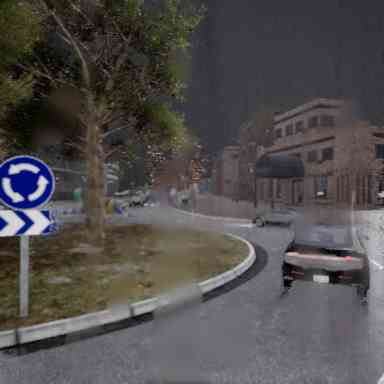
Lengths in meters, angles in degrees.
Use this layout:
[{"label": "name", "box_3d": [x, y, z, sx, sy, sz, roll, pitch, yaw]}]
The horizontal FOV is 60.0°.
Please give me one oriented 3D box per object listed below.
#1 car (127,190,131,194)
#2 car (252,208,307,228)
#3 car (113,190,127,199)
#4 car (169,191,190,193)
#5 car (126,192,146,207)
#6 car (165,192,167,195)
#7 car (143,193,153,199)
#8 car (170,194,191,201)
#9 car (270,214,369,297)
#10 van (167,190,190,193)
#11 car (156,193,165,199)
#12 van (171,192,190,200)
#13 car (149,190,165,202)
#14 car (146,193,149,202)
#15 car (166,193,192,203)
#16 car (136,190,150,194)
[{"label": "car", "box_3d": [-19.336, 0.824, 93.248, 2.163, 1.488, 4.792, 0, 1, 3]}, {"label": "car", "box_3d": [6.176, 1.792, 22.588, 1.994, 1.385, 4.181, 1, -1, -43]}, {"label": "car", "box_3d": [-19.455, 0.903, 87.756, 2.097, 1.535, 5.008, 0, 1, 1]}, {"label": "car", "box_3d": [-2.078, 1.273, 64.738, 4.553, 1.767, 2.185, 0, 1, -3]}, {"label": "car", "box_3d": [-8.521, 1.396, 51.168, 2.097, 1.767, 4.553, 0, 1, -8]}, {"label": "car", "box_3d": [-2.400, 1.066, 70.228, 5.566, 2.045, 2.435, 0, 1, -3]}, {"label": "car", "box_3d": [-10.624, 0.932, 80.974, 1.837, 1.490, 4.892, 0, 1, 0]}, {"label": "car", "box_3d": [-2.685, 1.267, 75.567, 4.674, 1.452, 2.002, 0, 1, -2]}, {"label": "car", "box_3d": [3.660, 1.593, 9.063, 2.128, 1.511, 4.902, 0, 0, 24]}, {"label": "van", "box_3d": [-2.383, 1.131, 67.480, 4.442, 1.987, 1.878, 0, 1, -3]}, {"label": "car", "box_3d": [-7.629, 0.960, 81.449, 1.837, 1.490, 4.892, 0, 1, 0]}, {"label": "van", "box_3d": [-2.650, 0.953, 78.277, 4.442, 1.987, 1.878, 0, 1, -1]}, {"label": "car", "box_3d": [-7.273, 1.006, 71.119, 2.150, 2.045, 5.566, 0, 1, -2]}, {"label": "car", "box_3d": [-9.619, 1.479, 61.168, 1.994, 1.385, 4.181, 0, 1, -3]}, {"label": "car", "box_3d": [-1.959, 1.439, 61.987, 4.892, 1.521, 2.231, 0, 1, -3]}, {"label": "car", "box_3d": [-10.278, 1.124, 71.087, 2.097, 1.767, 4.553, 0, 1, -2]}]
